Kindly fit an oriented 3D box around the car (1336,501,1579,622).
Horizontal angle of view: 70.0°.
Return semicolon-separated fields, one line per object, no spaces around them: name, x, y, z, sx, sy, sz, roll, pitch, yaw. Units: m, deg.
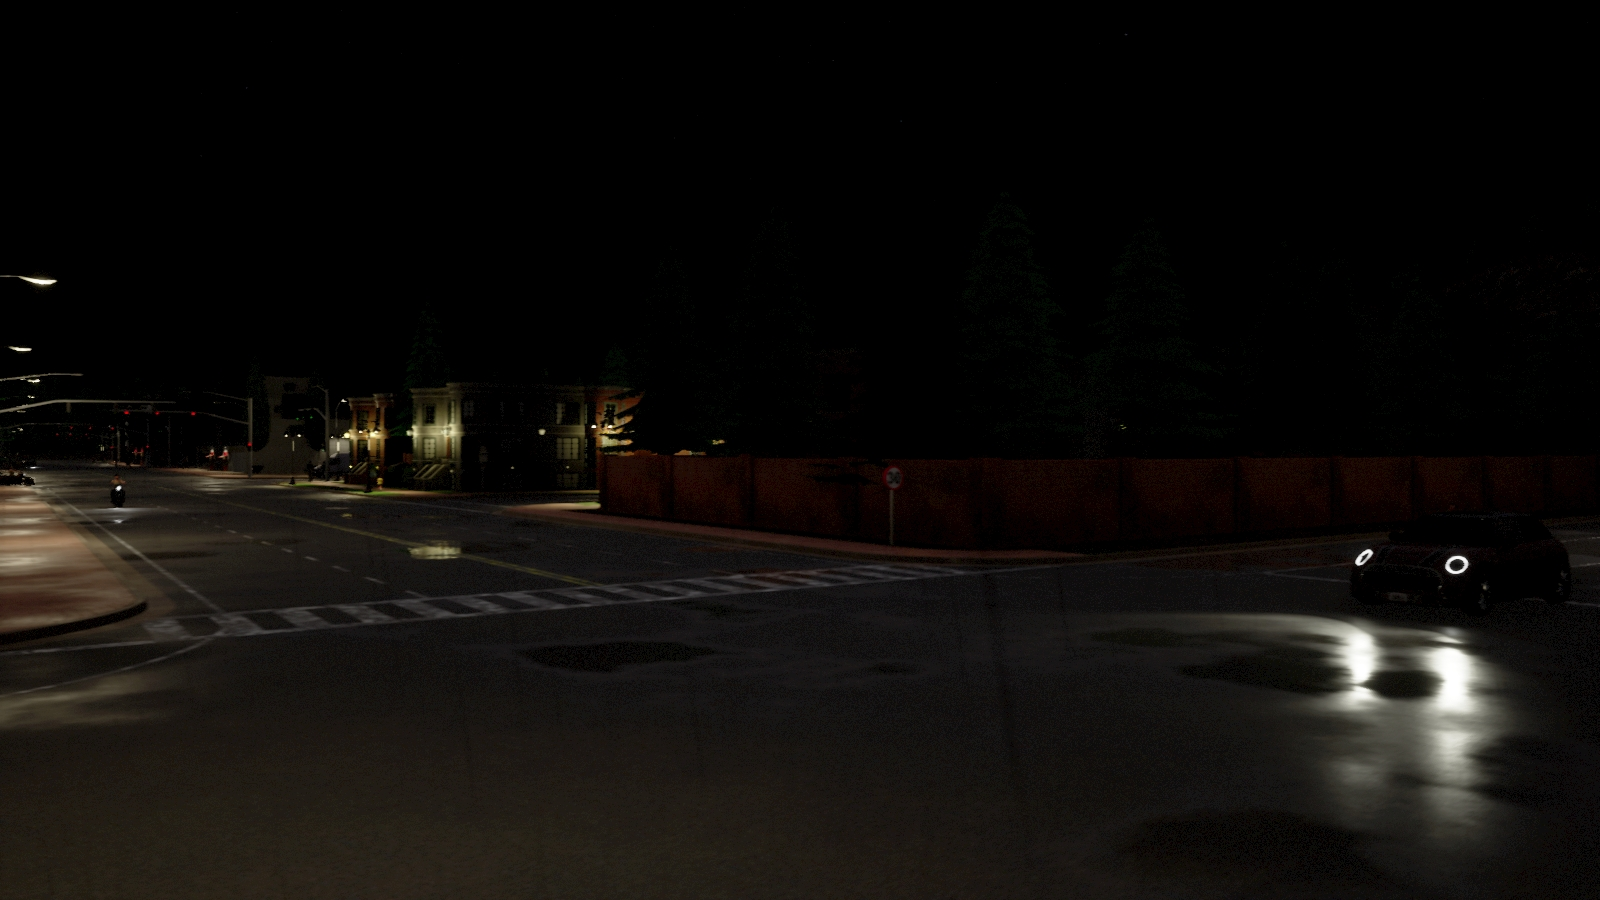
car;11.980;1.911;20.743;4.553;1.767;2.097;0;0;-35
